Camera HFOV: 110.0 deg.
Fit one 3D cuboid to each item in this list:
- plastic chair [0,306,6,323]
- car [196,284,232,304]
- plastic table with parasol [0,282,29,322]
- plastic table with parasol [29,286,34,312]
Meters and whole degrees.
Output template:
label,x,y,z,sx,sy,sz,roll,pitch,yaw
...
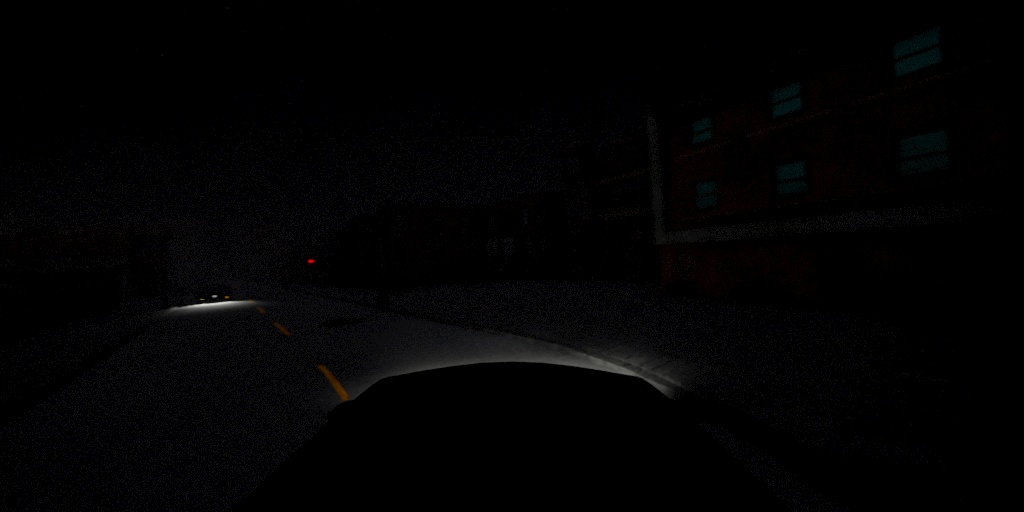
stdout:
label,x,y,z,sx,sy,sz,roll,pitch,yaw
plastic chair,-26.684,3.055,18.211,0.730,1.272,0.750,0,0,11
car,-23.266,2.899,28.092,1.994,1.385,4.181,-4,0,-38
plastic table with parasol,-27.885,2.548,18.535,2.482,2.480,2.482,0,0,11
plastic table with parasol,-31.028,2.796,21.762,2.482,2.480,2.482,0,0,11
